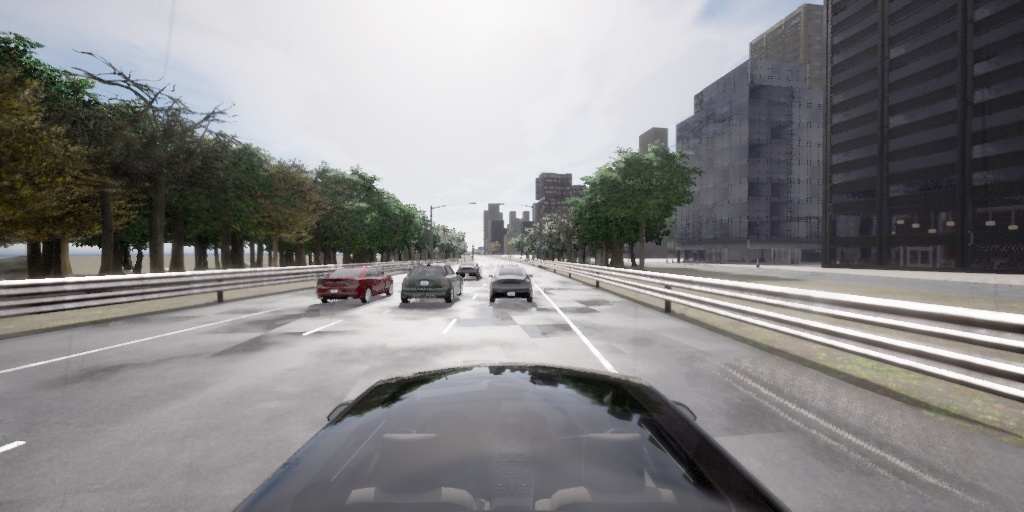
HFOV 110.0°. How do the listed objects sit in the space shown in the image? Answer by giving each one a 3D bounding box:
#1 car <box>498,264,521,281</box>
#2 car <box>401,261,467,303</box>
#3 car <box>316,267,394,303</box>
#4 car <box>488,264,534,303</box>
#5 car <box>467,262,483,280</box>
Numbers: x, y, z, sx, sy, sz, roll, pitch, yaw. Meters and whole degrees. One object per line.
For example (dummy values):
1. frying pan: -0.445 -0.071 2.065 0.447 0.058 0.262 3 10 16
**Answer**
1. car: -0.209 1.372 31.802 1.895 1.301 4.718 0 0 -1
2. car: -3.553 1.116 16.658 2.097 1.767 4.553 0 0 0
3. car: -7.053 1.235 16.664 1.882 1.535 5.008 0 0 0
4. car: -0.053 1.266 16.712 1.837 1.490 4.892 0 0 0
5. car: -3.708 1.272 31.724 1.837 1.490 4.892 0 0 -1
